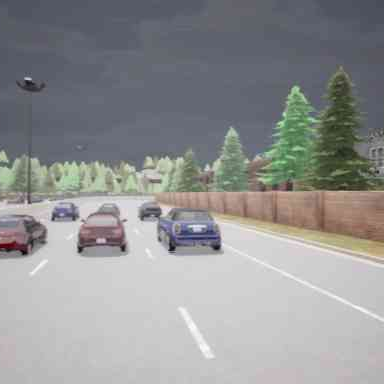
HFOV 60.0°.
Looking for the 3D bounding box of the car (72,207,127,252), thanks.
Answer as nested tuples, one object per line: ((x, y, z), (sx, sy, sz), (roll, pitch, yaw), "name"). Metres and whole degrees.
((-3.755, 1.586, 14.153), (1.812, 1.442, 4.674), (1, 0, -13), "car")

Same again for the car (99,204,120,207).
((-7.140, 1.691, 28.672), (1.994, 1.385, 4.181), (1, 0, -13), "car")

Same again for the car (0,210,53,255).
((-7.143, 1.575, 13.274), (1.994, 1.385, 4.181), (1, 0, -13), "car")

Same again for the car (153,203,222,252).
((-0.279, 1.458, 14.654), (2.097, 1.767, 4.553), (1, -1, -13), "car")

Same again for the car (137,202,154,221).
((-3.734, 1.684, 29.470), (1.837, 1.490, 4.892), (1, 0, -13), "car")

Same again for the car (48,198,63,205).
((-26.161, 1.749, 63.982), (1.895, 1.301, 4.718), (1, 0, -13), "car")

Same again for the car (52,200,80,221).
((-10.568, 1.604, 27.961), (1.812, 1.442, 4.674), (1, 0, -13), "car")
